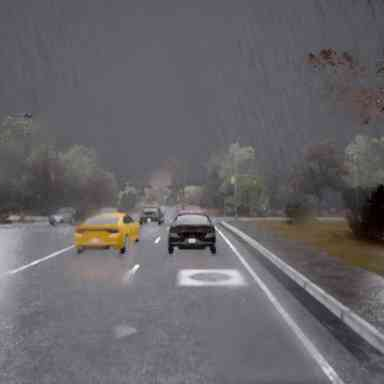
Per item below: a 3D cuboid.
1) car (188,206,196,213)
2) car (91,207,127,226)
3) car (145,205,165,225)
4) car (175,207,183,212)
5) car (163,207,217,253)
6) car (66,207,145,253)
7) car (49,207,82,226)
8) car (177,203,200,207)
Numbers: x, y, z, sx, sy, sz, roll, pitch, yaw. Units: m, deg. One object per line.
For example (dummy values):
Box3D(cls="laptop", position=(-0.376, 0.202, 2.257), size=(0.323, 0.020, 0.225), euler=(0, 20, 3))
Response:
Box3D(cls="car", position=(0.037, 4.672, 89.200), size=(2.033, 1.411, 5.357), euler=(0, -1, 0))
Box3D(cls="car", position=(-6.992, 2.077, 28.520), size=(1.837, 1.490, 4.892), euler=(0, -3, 0))
Box3D(cls="car", position=(-3.483, 2.110, 29.380), size=(1.837, 1.490, 4.892), euler=(0, -2, 0))
Box3D(cls="car", position=(-3.463, 4.685, 89.201), size=(1.994, 1.385, 4.181), euler=(0, -1, 0))
Box3D(cls="car", position=(0.013, 1.631, 14.504), size=(1.882, 1.535, 5.008), euler=(0, -1, 0))
Box3D(cls="car", position=(-3.487, 1.631, 14.506), size=(1.882, 1.535, 5.008), euler=(0, -1, 0))
Box3D(cls="car", position=(-10.492, 2.057, 28.511), size=(2.128, 1.511, 4.902), euler=(0, -3, 0))
Box3D(cls="car", position=(0.015, 1.942, 29.158), size=(2.097, 1.767, 4.553), euler=(0, -3, 0))
